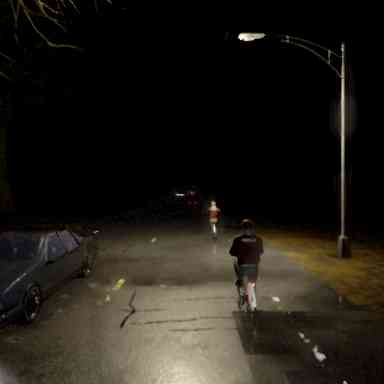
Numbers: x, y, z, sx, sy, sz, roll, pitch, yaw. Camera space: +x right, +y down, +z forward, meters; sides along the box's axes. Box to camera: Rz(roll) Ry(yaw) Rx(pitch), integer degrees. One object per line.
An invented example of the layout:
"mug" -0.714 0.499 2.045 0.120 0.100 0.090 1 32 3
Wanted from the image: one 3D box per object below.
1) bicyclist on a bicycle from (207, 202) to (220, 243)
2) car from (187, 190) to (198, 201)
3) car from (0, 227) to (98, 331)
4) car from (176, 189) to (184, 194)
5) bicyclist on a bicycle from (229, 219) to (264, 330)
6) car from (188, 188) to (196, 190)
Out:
"bicyclist on a bicycle" 0.963 1.317 14.970 0.659 1.776 1.843 0 1 0
"car" 0.078 0.832 60.710 2.128 1.511 4.902 0 1 0
"car" -3.602 1.530 7.314 2.033 1.411 5.357 0 0 0
"car" -3.502 -0.105 94.978 2.128 1.511 4.902 0 2 0
"bicyclist on a bicycle" 0.963 1.360 6.001 0.659 1.776 1.843 0 0 0
"car" -0.001 0.139 76.429 2.150 2.045 5.566 0 2 0
